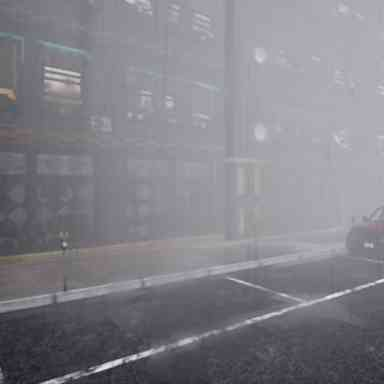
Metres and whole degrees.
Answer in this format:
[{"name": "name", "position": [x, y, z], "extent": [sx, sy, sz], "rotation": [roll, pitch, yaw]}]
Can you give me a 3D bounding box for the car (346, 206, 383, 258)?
[{"name": "car", "position": [7.670, 1.390, 12.045], "extent": [5.009, 1.841, 2.192], "rotation": [0, -1, -35]}]
